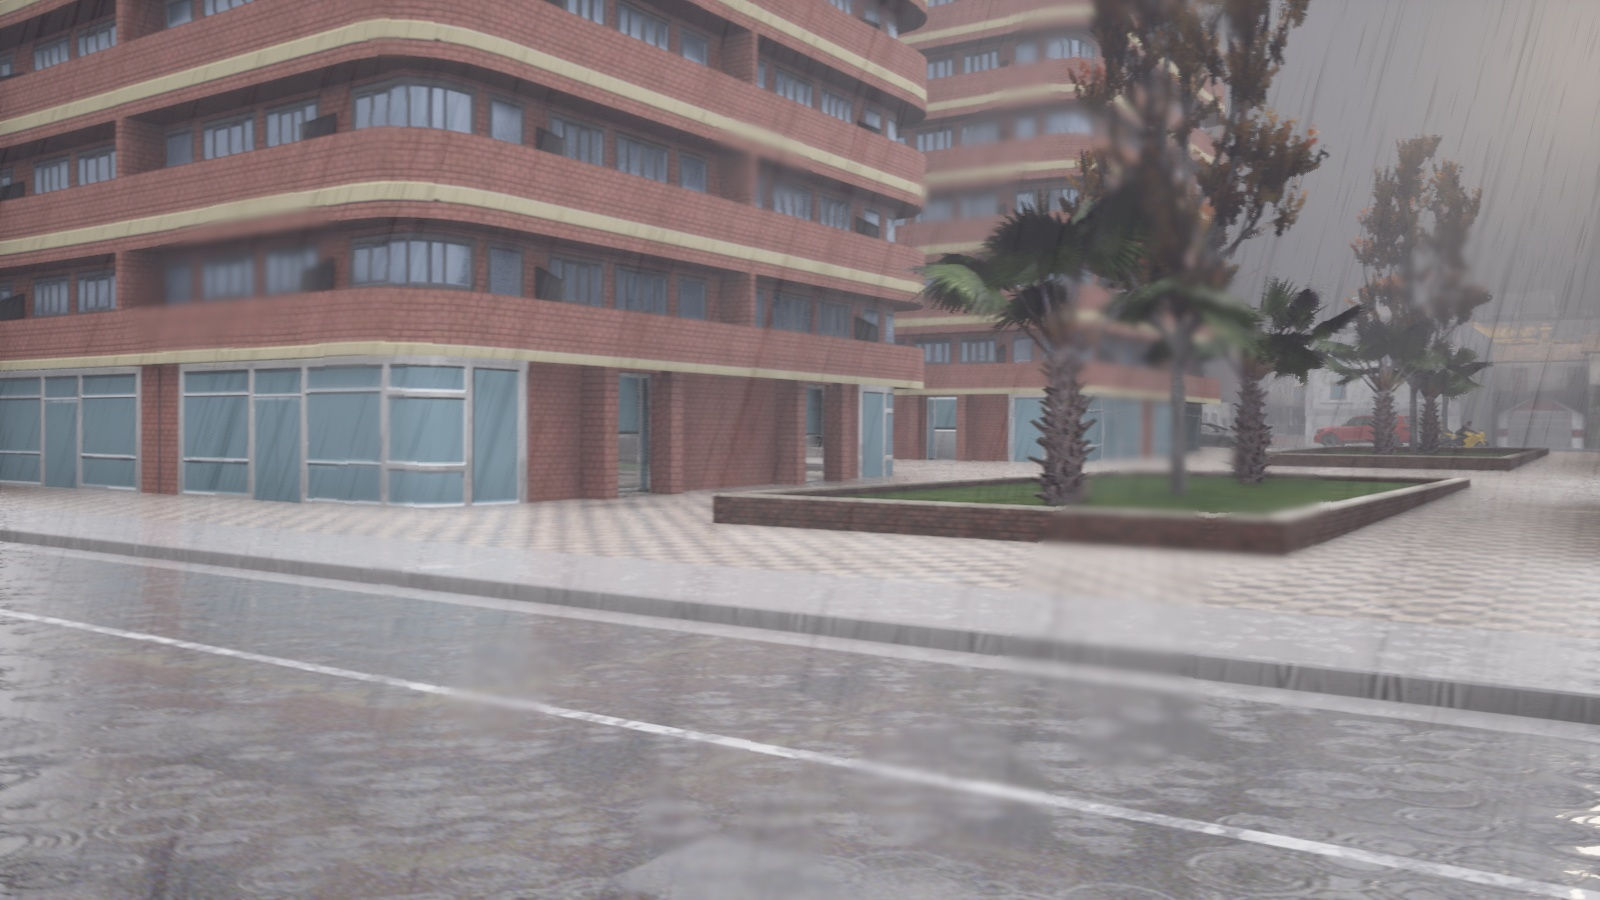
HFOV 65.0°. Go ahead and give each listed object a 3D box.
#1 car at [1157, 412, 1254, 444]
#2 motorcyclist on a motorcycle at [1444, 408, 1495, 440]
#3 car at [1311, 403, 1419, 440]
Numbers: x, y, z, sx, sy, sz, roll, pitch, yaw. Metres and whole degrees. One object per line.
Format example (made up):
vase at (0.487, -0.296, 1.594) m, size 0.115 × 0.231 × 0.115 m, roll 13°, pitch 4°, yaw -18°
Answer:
car at (21.479, -1.143, 66.535) m, size 4.514 × 1.525 × 2.007 m, roll -1°, pitch 0°, yaw 34°
motorcyclist on a motorcycle at (31.794, -1.221, 59.627) m, size 2.044 × 1.523 × 0.797 m, roll 0°, pitch 1°, yaw 34°
car at (33.782, -1.677, 75.138) m, size 5.566 × 2.045 × 2.150 m, roll -1°, pitch 1°, yaw 34°
